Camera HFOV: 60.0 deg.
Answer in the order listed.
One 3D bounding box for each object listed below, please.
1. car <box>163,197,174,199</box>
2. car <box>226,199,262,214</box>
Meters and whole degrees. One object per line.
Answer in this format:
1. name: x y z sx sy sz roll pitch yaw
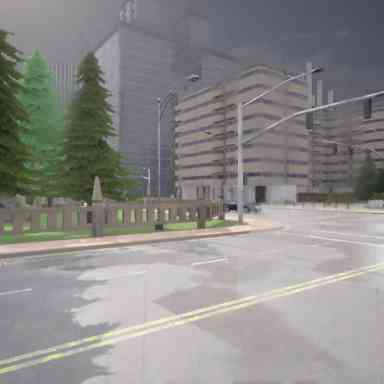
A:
1. car: -3.358 1.478 47.710 1.882 1.535 5.008 0 0 -35
2. car: 5.302 1.491 35.528 2.128 1.511 4.902 0 0 -35
